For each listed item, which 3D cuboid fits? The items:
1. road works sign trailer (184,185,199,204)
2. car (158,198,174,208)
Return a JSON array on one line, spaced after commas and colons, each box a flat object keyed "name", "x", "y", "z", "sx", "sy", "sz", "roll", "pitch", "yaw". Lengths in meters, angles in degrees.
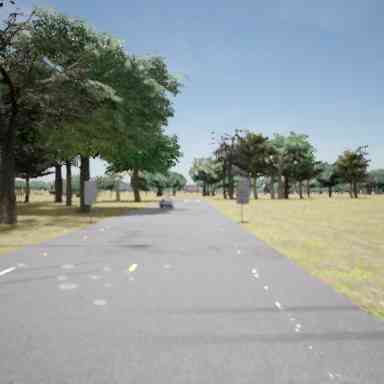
[{"name": "road works sign trailer", "x": 0.075, "y": 0.450, "z": 60.952, "sx": 2.380, "sy": 3.560, "sz": 2.880, "roll": 0, "pitch": 0, "yaw": 0}, {"name": "car", "x": -3.580, "y": 1.535, "z": 46.988, "sx": 2.033, "sy": 1.411, "sz": 5.357, "roll": 0, "pitch": 0, "yaw": 0}]
